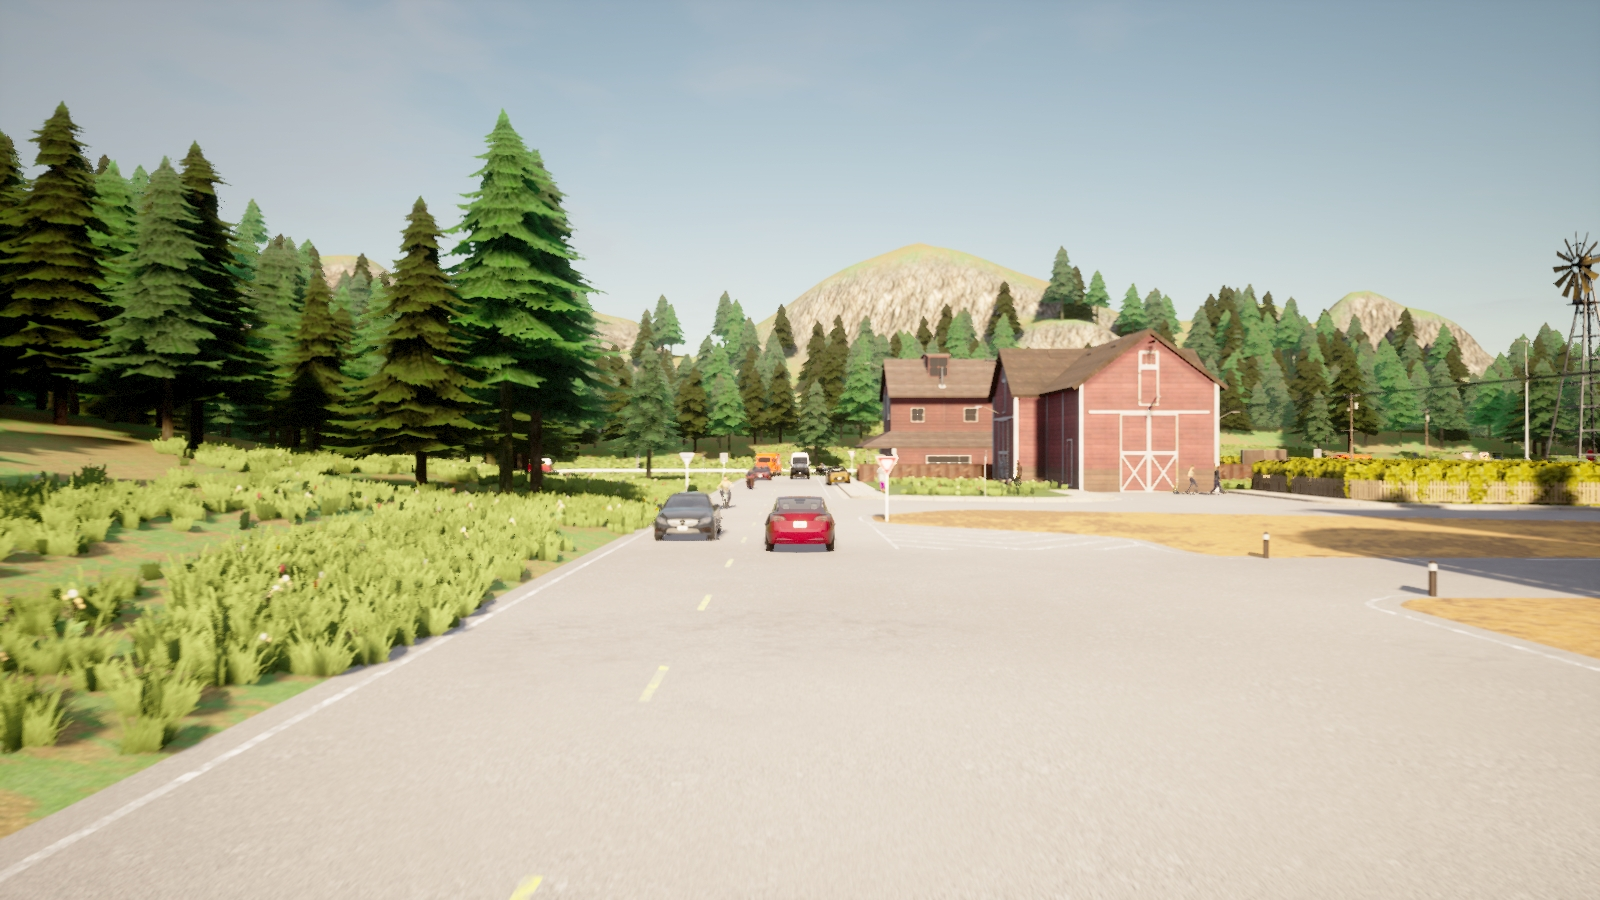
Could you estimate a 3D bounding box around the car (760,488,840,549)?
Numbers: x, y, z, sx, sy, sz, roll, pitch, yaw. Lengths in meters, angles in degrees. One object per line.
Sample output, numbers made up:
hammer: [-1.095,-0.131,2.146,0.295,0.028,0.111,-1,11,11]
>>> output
car: [0.001,1.923,33.302,2.163,1.488,4.792,0,0,0]

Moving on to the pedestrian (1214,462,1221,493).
pedestrian: [24.827,1.618,67.939,0.375,1.860,0.375,0,0,23]

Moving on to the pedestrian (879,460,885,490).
pedestrian: [5.134,1.554,71.672,0.375,1.860,0.375,0,0,11]

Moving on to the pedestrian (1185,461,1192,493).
pedestrian: [23.348,1.617,68.595,0.375,1.860,0.375,0,0,21]

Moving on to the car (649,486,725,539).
car: [-3.522,1.941,36.464,2.002,1.442,4.674,0,0,0]

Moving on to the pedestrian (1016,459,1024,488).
pedestrian: [13.800,1.468,71.679,0.375,1.860,0.375,0,0,-42]
